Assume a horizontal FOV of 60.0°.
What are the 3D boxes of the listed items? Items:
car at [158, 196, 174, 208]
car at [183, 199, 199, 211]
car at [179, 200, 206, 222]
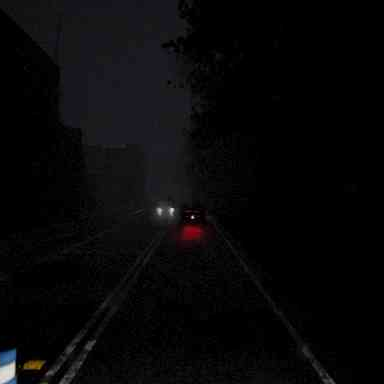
[{"bbox_3d":[-3.568,1.347,46.815,2.097,1.767,4.553,0,0,-1],"label":"car"},{"bbox_3d":[-0.151,1.606,42.420,1.895,1.301,4.718,0,0,-1],"label":"car"},{"bbox_3d":[0.037,1.526,26.096,1.837,1.490,4.892,0,0,0],"label":"car"}]
